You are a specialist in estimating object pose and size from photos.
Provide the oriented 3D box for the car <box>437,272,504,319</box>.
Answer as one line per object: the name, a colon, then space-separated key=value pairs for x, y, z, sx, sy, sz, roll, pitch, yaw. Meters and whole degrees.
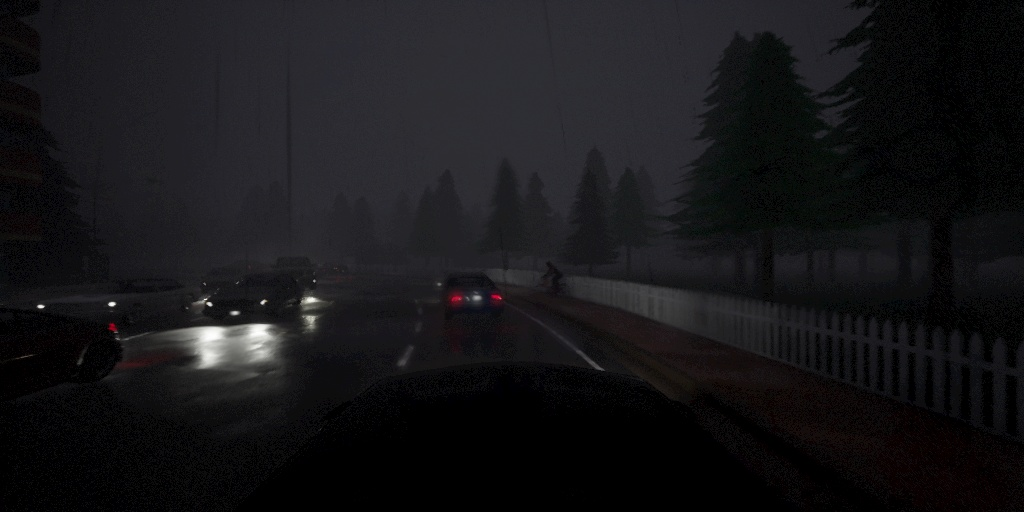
car: x=-1.640 y=1.303 z=13.021 sx=2.033 sy=1.411 sz=5.357 roll=0 pitch=0 yaw=-14

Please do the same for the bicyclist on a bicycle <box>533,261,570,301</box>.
bicyclist on a bicycle: x=1.658 y=1.039 z=14.816 sx=1.656 sy=1.620 sz=0.582 roll=0 pitch=0 yaw=-16

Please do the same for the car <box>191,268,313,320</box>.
car: x=-9.215 y=1.341 z=13.355 sx=2.033 sy=1.411 sz=5.357 roll=0 pitch=0 yaw=-19

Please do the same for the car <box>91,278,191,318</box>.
car: x=-12.354 y=1.411 z=11.667 sx=1.895 sy=1.301 sz=4.718 roll=0 pitch=0 yaw=-18

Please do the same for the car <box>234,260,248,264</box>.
car: x=-30.201 y=1.244 z=40.426 sx=4.553 sy=1.767 sz=2.097 roll=0 pitch=0 yaw=20

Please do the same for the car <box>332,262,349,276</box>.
car: x=-19.215 y=1.363 z=38.223 sx=4.674 sy=1.442 sz=1.812 roll=0 pitch=0 yaw=37

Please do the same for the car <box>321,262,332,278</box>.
car: x=-19.900 y=1.390 z=34.505 sx=5.357 sy=1.411 sz=2.033 roll=0 pitch=0 yaw=38

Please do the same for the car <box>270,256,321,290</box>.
car: x=-13.714 y=1.036 z=22.500 sx=2.150 sy=2.045 sz=5.566 roll=0 pitch=0 yaw=-34

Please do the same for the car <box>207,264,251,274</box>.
car: x=-16.999 y=1.378 z=21.263 sx=2.033 sy=1.411 sz=5.357 roll=0 pitch=0 yaw=-35

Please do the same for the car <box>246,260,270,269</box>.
car: x=-20.512 y=1.324 z=30.322 sx=5.008 sy=1.535 sz=1.882 roll=0 pitch=0 yaw=41

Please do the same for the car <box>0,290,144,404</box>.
car: x=-7.412 y=1.351 z=4.290 sx=1.994 sy=1.385 sz=4.181 roll=0 pitch=0 yaw=-8
